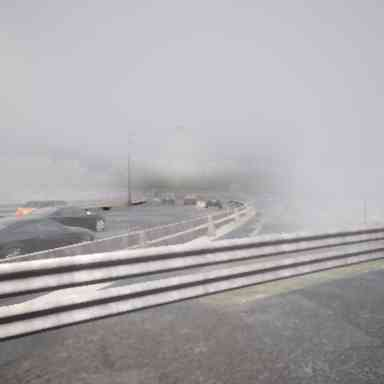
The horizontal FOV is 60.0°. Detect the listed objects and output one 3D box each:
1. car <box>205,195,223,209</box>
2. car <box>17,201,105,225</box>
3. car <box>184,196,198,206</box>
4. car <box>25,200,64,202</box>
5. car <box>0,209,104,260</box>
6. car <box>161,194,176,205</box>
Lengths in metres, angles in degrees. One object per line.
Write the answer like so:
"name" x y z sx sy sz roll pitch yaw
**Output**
"car" 2.885 1.194 43.286 2.097 1.767 4.553 0 0 6
"car" -6.379 1.398 16.739 1.882 1.535 5.008 0 0 20
"car" -0.188 1.286 50.099 1.882 1.535 5.008 0 0 2
"car" -8.698 1.251 20.914 2.097 1.767 4.553 0 0 18
"car" -5.044 1.473 10.377 1.812 1.442 4.674 0 0 23
"car" -3.647 1.143 52.666 2.097 1.767 4.553 0 0 1
